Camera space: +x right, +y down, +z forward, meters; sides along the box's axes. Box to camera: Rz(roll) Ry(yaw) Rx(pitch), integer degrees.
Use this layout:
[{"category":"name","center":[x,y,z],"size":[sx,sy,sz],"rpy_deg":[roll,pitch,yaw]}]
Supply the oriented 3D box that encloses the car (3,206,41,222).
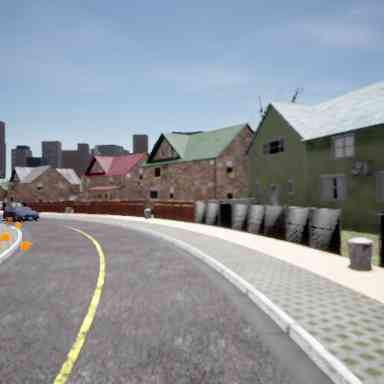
[{"category":"car","center":[-16.534,2.092,32.138],"size":[5.357,1.411,2.033],"rpy_deg":[-2,-1,45]}]
